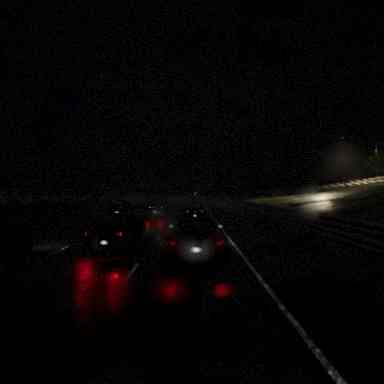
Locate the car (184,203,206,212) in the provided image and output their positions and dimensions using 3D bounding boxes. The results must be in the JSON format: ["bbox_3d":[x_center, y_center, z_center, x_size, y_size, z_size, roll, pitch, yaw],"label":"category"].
[{"bbox_3d":[0.268,1.677,30.010,1.895,1.301,4.718,0,0,1],"label":"car"}]

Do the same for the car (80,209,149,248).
[{"bbox_3d":[-3.338,1.639,14.912,1.895,1.301,4.718,0,0,0],"label":"car"}]

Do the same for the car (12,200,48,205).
[{"bbox_3d":[-17.371,1.645,37.177,2.033,1.411,5.357,0,0,0],"label":"car"}]

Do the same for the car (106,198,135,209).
[{"bbox_3d":[-6.717,1.587,31.954,1.837,1.490,4.892,0,0,0],"label":"car"}]

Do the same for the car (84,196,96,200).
[{"bbox_3d":[-23.967,1.717,78.588,1.994,1.385,4.181,0,0,0],"label":"car"}]

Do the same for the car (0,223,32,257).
[{"bbox_3d":[-6.883,1.553,10.474,1.812,1.442,4.674,0,0,0],"label":"car"}]

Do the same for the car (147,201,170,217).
[{"bbox_3d":[-3.219,1.573,31.800,2.128,1.511,4.902,0,0,1],"label":"car"}]

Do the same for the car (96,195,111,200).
[{"bbox_3d":[-20.467,1.520,78.593,2.097,1.767,4.553,0,0,0],"label":"car"}]

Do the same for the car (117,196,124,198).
[{"bbox_3d":[-16.967,1.716,78.537,1.994,1.385,4.181,0,0,0],"label":"car"}]

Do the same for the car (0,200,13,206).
[{"bbox_3d":[-20.867,1.624,37.262,1.812,1.442,4.674,0,0,0],"label":"car"}]

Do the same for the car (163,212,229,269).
[{"bbox_3d":[0.130,1.593,11.294,1.994,1.385,4.181,0,0,0],"label":"car"}]
